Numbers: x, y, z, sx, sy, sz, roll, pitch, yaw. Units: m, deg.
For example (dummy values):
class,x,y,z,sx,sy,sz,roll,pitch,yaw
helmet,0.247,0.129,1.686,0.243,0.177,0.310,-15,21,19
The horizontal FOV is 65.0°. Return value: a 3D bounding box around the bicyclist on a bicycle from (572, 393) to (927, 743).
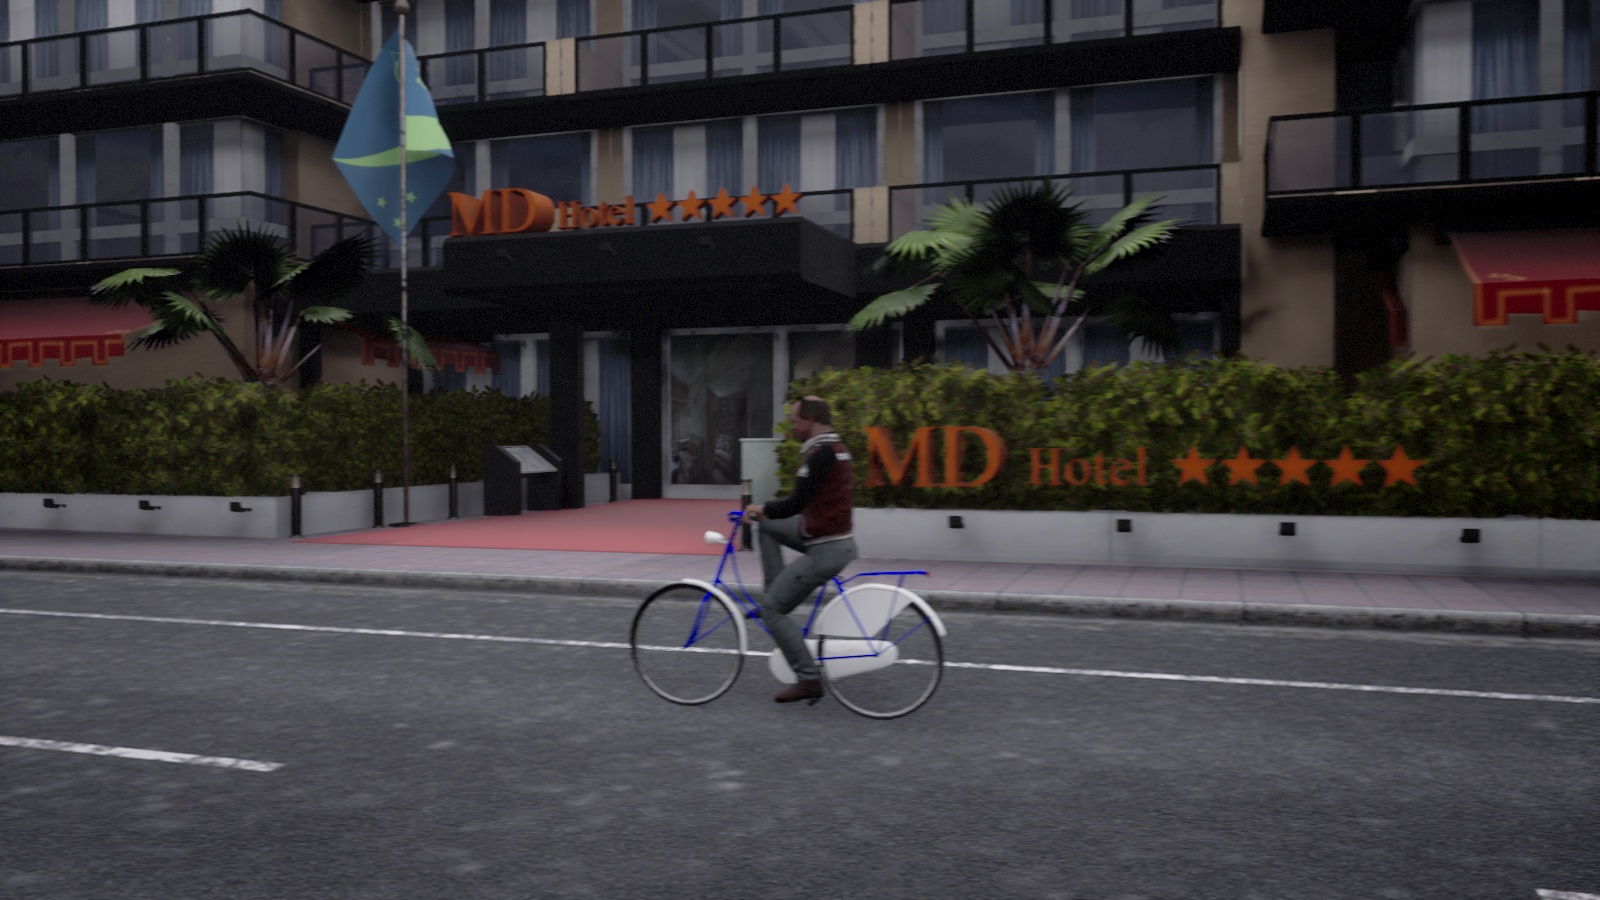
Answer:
class,x,y,z,sx,sy,sz,roll,pitch,yaw
bicyclist on a bicycle,-0.279,0.584,6.977,1.843,1.776,0.659,1,1,19
